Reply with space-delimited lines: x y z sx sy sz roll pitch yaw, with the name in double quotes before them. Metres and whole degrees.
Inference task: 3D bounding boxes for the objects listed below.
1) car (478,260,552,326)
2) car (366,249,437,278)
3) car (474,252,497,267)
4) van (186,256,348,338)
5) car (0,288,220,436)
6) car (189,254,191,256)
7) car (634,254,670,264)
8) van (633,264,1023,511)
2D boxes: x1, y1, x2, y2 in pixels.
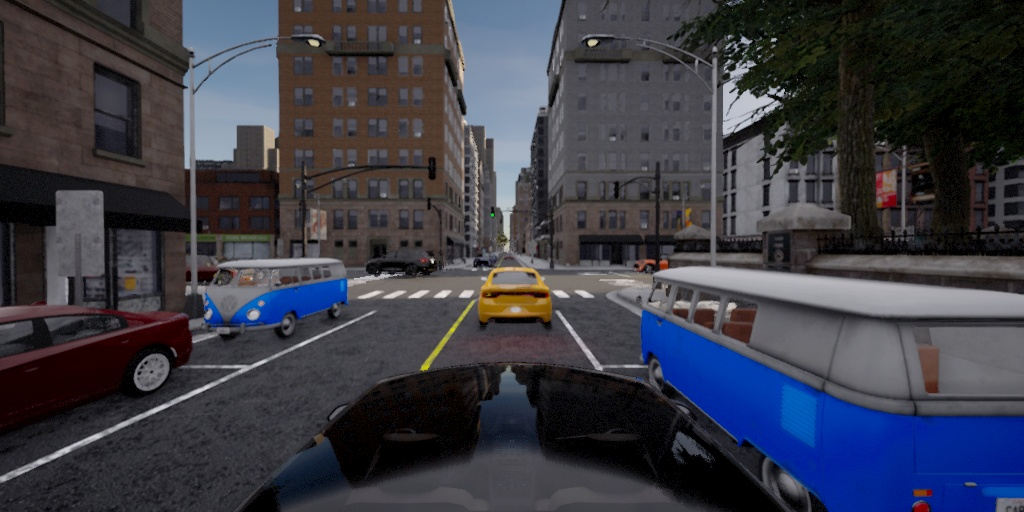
"car" 0.043 1.068 10.969 1.882 1.535 5.008 0 1 -1
"car" -8.457 0.533 27.527 5.566 2.045 2.150 0 0 19
"car" -3.275 0.398 42.556 2.097 1.767 4.553 0 1 1
"van" -5.863 0.959 9.383 1.690 1.789 3.998 0 0 0
"car" -5.859 1.261 3.723 1.888 1.381 4.507 0 0 0
"car" -17.678 0.757 21.263 4.553 1.767 2.097 0 1 -1
"car" 13.115 0.588 31.651 4.553 1.767 2.097 0 1 -1
"van" 2.666 1.056 3.739 1.690 1.789 3.998 0 0 0
